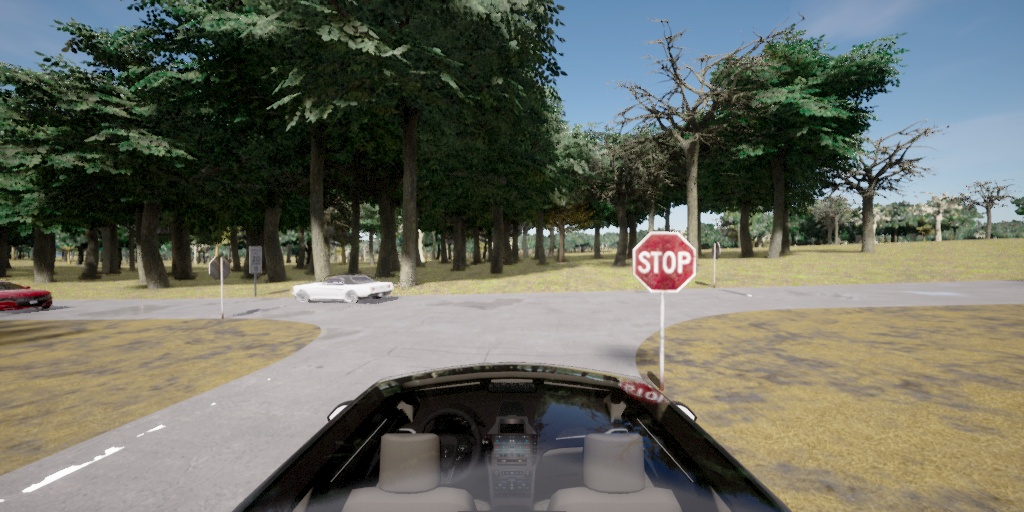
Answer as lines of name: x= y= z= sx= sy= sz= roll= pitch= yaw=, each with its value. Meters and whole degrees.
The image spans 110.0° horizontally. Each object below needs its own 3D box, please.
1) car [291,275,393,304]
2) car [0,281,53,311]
car: x=-8.472 y=1.621 z=17.839 sx=4.718 sy=1.301 sz=1.895 roll=-1 pitch=0 yaw=17
car: x=-24.219 y=1.868 z=16.521 sx=5.008 sy=1.535 sz=1.882 roll=-1 pitch=0 yaw=5
